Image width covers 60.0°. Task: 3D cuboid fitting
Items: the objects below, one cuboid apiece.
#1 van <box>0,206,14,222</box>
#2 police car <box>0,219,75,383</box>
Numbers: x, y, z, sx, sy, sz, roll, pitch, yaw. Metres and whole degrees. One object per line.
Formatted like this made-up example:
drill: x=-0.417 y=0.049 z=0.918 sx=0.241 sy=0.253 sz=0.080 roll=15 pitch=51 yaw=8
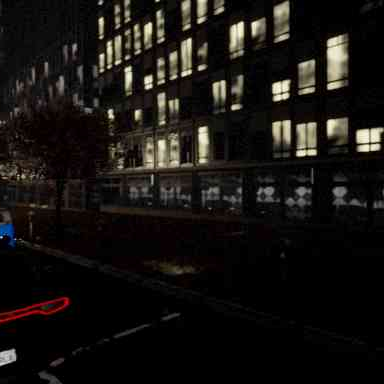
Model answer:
van: x=-7.743 y=1.353 z=11.914 sx=1.690 sy=1.788 sz=3.998 roll=-4 pitch=2 yaw=-44
police car: x=-3.640 y=1.432 z=5.087 sx=1.930 sy=1.638 sz=5.238 roll=-2 pitch=1 yaw=-44
